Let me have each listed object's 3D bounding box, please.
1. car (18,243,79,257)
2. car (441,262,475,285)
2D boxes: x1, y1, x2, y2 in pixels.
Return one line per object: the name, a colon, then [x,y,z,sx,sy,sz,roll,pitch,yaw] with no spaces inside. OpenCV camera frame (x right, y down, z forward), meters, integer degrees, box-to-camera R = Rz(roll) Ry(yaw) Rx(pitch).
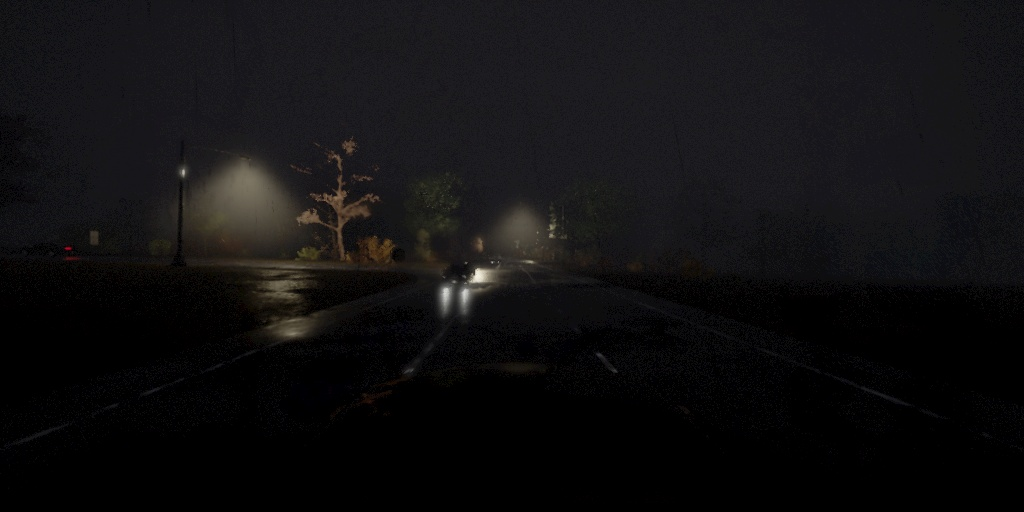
car: [-49.536,-0.707,38.410,4.892,1.490,1.837,2,0,-1]
car: [-3.624,1.151,25.078,2.033,1.411,5.357,0,2,0]
